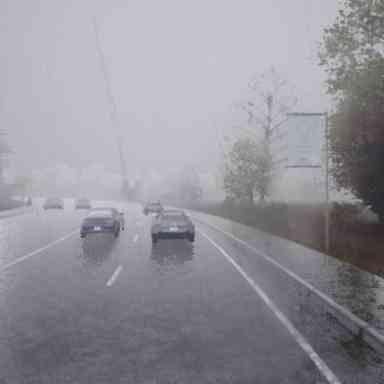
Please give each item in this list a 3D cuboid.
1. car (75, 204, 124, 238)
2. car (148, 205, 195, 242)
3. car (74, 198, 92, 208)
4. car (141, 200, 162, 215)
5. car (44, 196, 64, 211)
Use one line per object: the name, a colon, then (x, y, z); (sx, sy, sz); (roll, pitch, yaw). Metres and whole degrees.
car: (-4.676, 1.536, 17.756); (1.812, 1.442, 4.674); (0, 0, -7)
car: (-1.013, 1.568, 16.378); (1.994, 1.385, 4.181); (0, 0, -6)
car: (-13.470, 1.524, 41.318); (1.837, 1.490, 4.892); (0, 1, -17)
car: (-4.024, 1.503, 33.755); (2.128, 1.511, 4.902); (0, 0, -13)
car: (-17.252, 1.374, 41.698); (2.097, 1.767, 4.553); (0, 0, -18)
